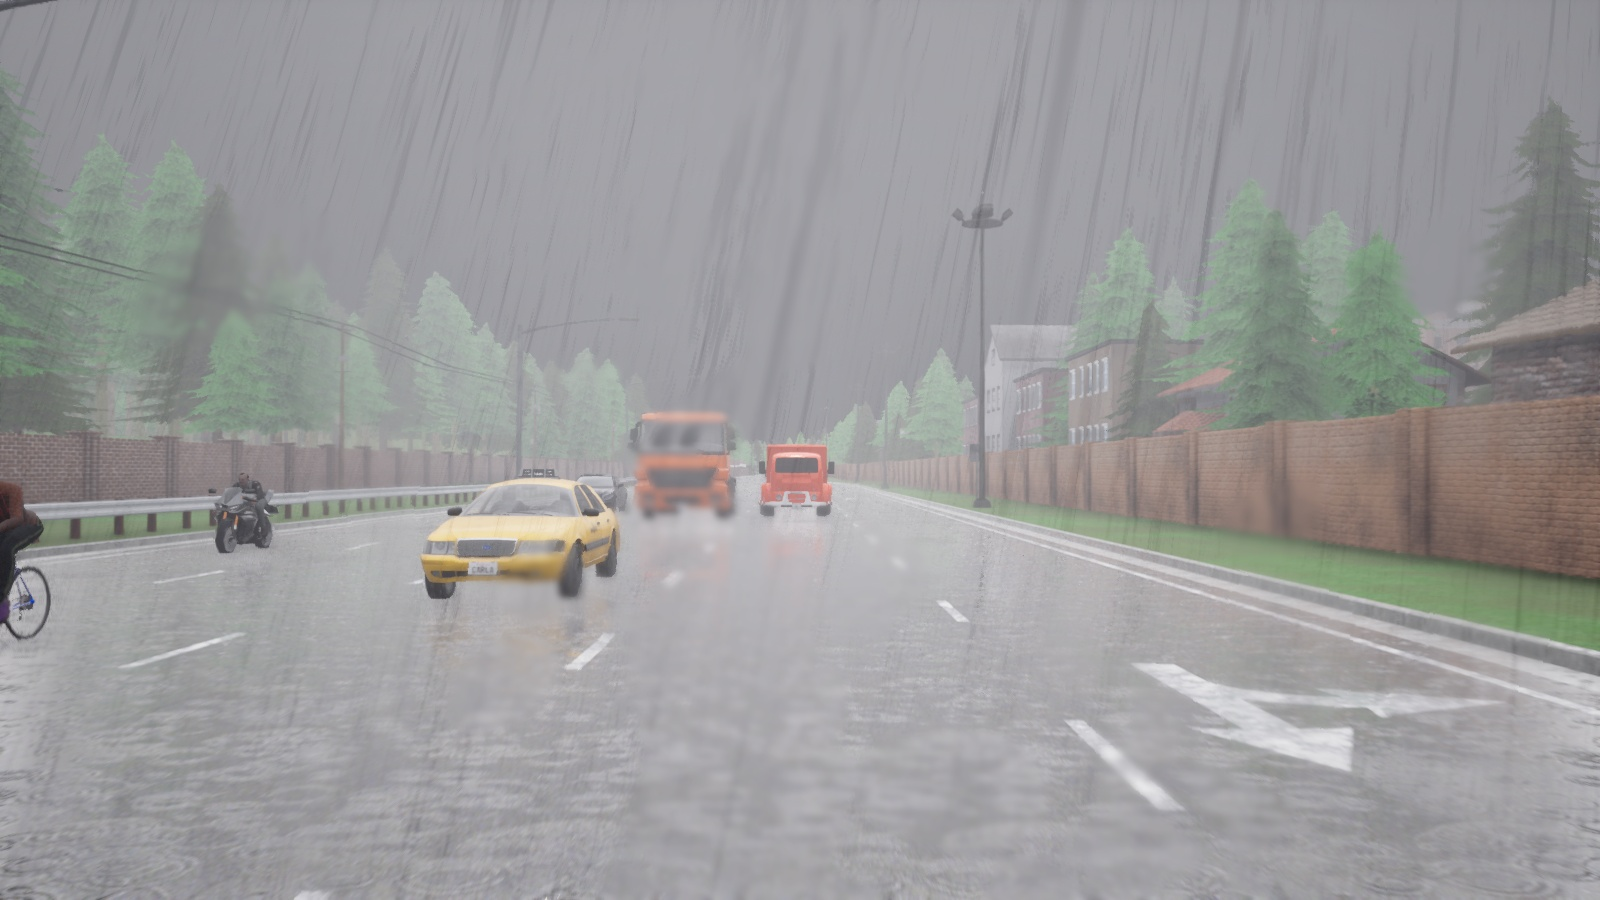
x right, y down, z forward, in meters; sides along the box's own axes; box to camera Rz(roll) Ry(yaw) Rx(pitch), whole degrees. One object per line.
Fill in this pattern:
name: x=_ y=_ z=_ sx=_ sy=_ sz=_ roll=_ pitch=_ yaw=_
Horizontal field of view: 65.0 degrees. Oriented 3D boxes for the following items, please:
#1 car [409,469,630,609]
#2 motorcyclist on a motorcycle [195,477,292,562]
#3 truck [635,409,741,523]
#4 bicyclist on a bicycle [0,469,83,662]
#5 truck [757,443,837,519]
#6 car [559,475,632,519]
car: x=-3.543 y=1.051 z=16.928 sx=1.801 sy=1.575 sz=5.366 roll=0 pitch=-1 yaw=0
motorcyclist on a motorcycle: x=-10.560 y=1.292 z=23.917 sx=0.866 sy=1.530 sz=2.191 roll=0 pitch=-1 yaw=0
truck: x=-3.609 y=0.557 z=42.412 sx=2.891 sy=3.462 sz=7.936 roll=0 pitch=-1 yaw=0
bicyclist on a bicycle: x=-7.028 y=0.979 z=10.966 sx=0.582 sy=1.620 sz=1.656 roll=0 pitch=-1 yaw=0
truck: x=-0.110 y=1.059 z=43.650 sx=2.627 sy=2.467 sz=5.204 roll=0 pitch=-1 yaw=0
car: x=-7.109 y=1.607 z=44.084 sx=1.812 sy=1.442 sz=4.674 roll=0 pitch=-1 yaw=0
